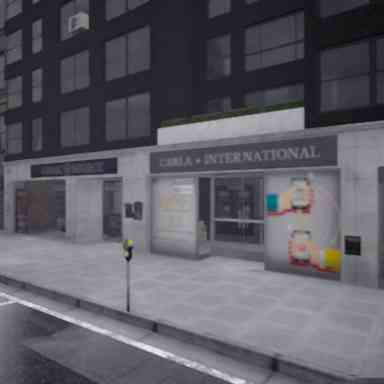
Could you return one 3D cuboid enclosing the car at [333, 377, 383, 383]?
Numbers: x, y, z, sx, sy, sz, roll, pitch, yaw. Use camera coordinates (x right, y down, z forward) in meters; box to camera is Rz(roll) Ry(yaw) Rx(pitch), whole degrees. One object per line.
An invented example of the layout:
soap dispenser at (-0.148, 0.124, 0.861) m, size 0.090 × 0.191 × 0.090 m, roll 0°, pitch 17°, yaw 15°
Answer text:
car at (2.460, 1.551, 1.057) m, size 4.403 × 1.369 × 2.008 m, roll 0°, pitch 0°, yaw 35°
